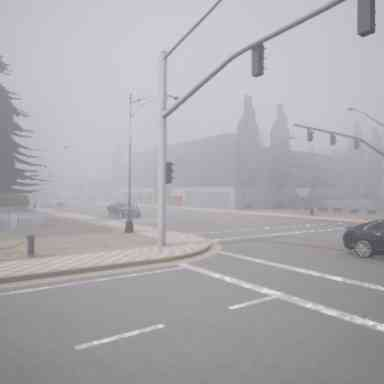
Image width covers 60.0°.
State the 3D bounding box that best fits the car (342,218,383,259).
[{"bbox_3d":[7.611,1.671,11.183,1.837,1.490,4.892,1,0,-36],"label":"car"}]

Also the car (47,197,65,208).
[{"bbox_3d":[-20.945,1.540,51.177,1.812,1.442,4.674,1,0,-36],"label":"car"}]

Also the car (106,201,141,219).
[{"bbox_3d":[-6.418,1.654,30.830,1.837,1.490,4.892,1,0,-36],"label":"car"}]
